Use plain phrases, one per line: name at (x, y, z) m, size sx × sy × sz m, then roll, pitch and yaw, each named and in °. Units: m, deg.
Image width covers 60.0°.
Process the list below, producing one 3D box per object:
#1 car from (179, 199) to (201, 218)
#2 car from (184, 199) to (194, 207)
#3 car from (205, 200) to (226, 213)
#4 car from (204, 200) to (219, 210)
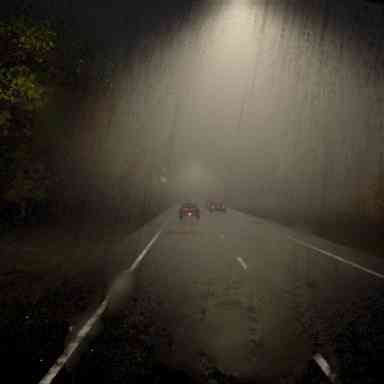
car at (-0.235, 1.756, 32.689) m, size 1.837 × 1.490 × 4.892 m, roll 0°, pitch 0°, yaw -1°
car at (-0.559, 1.980, 61.244) m, size 1.812 × 1.442 × 4.674 m, roll 0°, pitch -1°, yaw -1°
car at (3.067, 1.852, 41.386) m, size 2.033 × 1.411 × 5.357 m, roll 0°, pitch 0°, yaw -1°
car at (2.949, 1.927, 51.808) m, size 2.033 × 1.411 × 5.357 m, roll 0°, pitch 0°, yaw -1°
